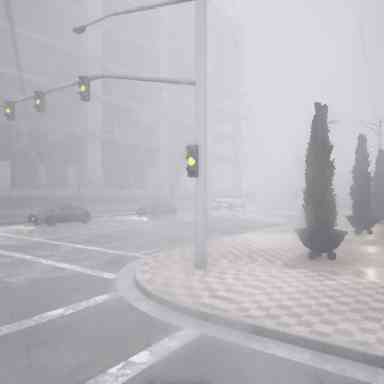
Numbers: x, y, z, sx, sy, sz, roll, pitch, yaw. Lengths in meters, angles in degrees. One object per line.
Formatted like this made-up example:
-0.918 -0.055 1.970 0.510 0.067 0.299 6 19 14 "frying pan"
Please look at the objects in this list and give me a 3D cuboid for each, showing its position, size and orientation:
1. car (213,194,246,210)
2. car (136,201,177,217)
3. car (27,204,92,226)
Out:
4.917 1.222 42.672 2.150 2.045 5.566 0 0 36 "car"
-3.310 1.564 31.331 1.994 1.385 4.181 0 0 36 "car"
-9.162 1.564 23.249 1.994 1.385 4.181 0 0 36 "car"
